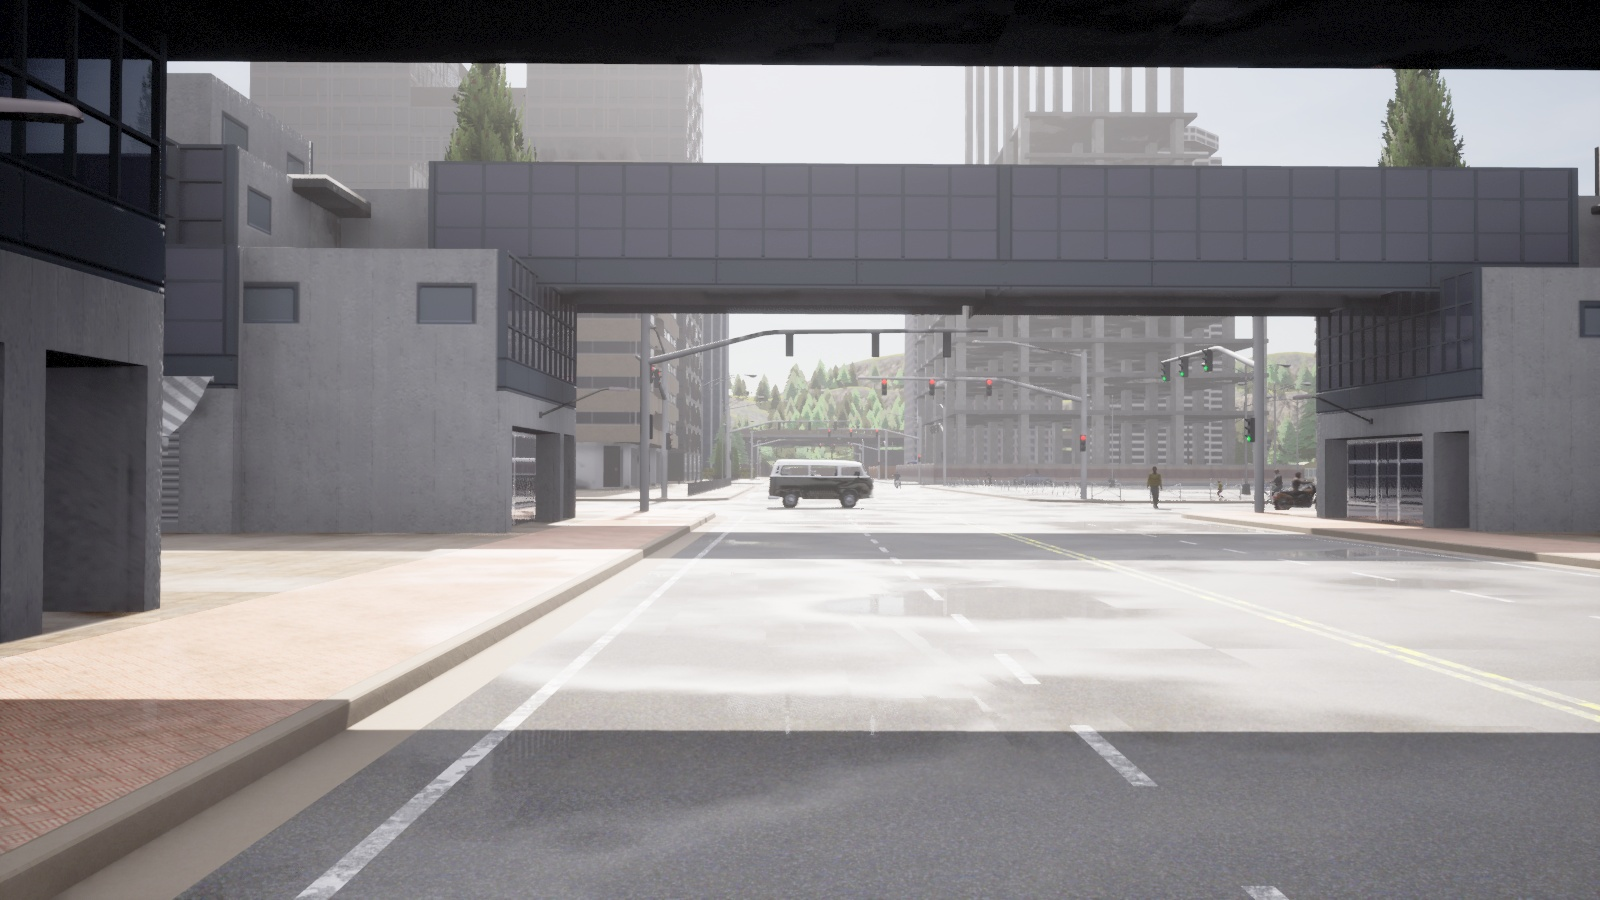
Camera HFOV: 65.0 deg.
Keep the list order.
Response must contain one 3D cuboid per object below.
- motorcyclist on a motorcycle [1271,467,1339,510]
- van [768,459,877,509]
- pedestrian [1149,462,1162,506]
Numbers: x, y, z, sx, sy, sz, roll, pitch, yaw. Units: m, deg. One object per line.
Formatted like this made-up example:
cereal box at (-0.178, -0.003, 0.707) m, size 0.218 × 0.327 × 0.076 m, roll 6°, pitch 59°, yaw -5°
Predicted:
motorcyclist on a motorcycle at (19.966, 1.517, 49.672) m, size 2.350 × 1.649 × 0.766 m, roll 0°, pitch -1°, yaw 0°
van at (0.915, 1.421, 52.953) m, size 4.480 × 2.038 × 2.069 m, roll 0°, pitch -1°, yaw -1°
pedestrian at (15.025, 1.437, 53.061) m, size 0.431 × 1.840 × 0.709 m, roll 0°, pitch -1°, yaw 9°
